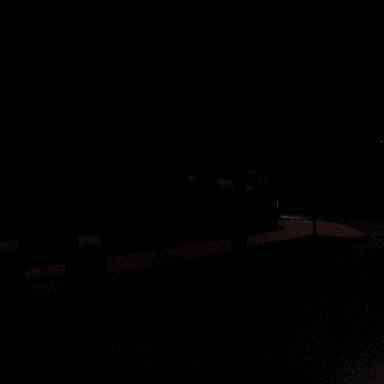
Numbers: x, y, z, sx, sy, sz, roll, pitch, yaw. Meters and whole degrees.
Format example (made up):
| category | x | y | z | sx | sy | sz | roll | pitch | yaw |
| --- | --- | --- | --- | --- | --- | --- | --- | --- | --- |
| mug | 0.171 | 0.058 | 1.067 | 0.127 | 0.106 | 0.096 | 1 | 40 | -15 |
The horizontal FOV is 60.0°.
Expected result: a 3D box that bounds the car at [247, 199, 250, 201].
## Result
| category | x | y | z | sx | sy | sz | roll | pitch | yaw |
| --- | --- | --- | --- | --- | --- | --- | --- | --- | --- |
| car | 3.651 | 1.064 | 30.671 | 5.566 | 2.045 | 2.150 | 0 | 0 | 42 |
